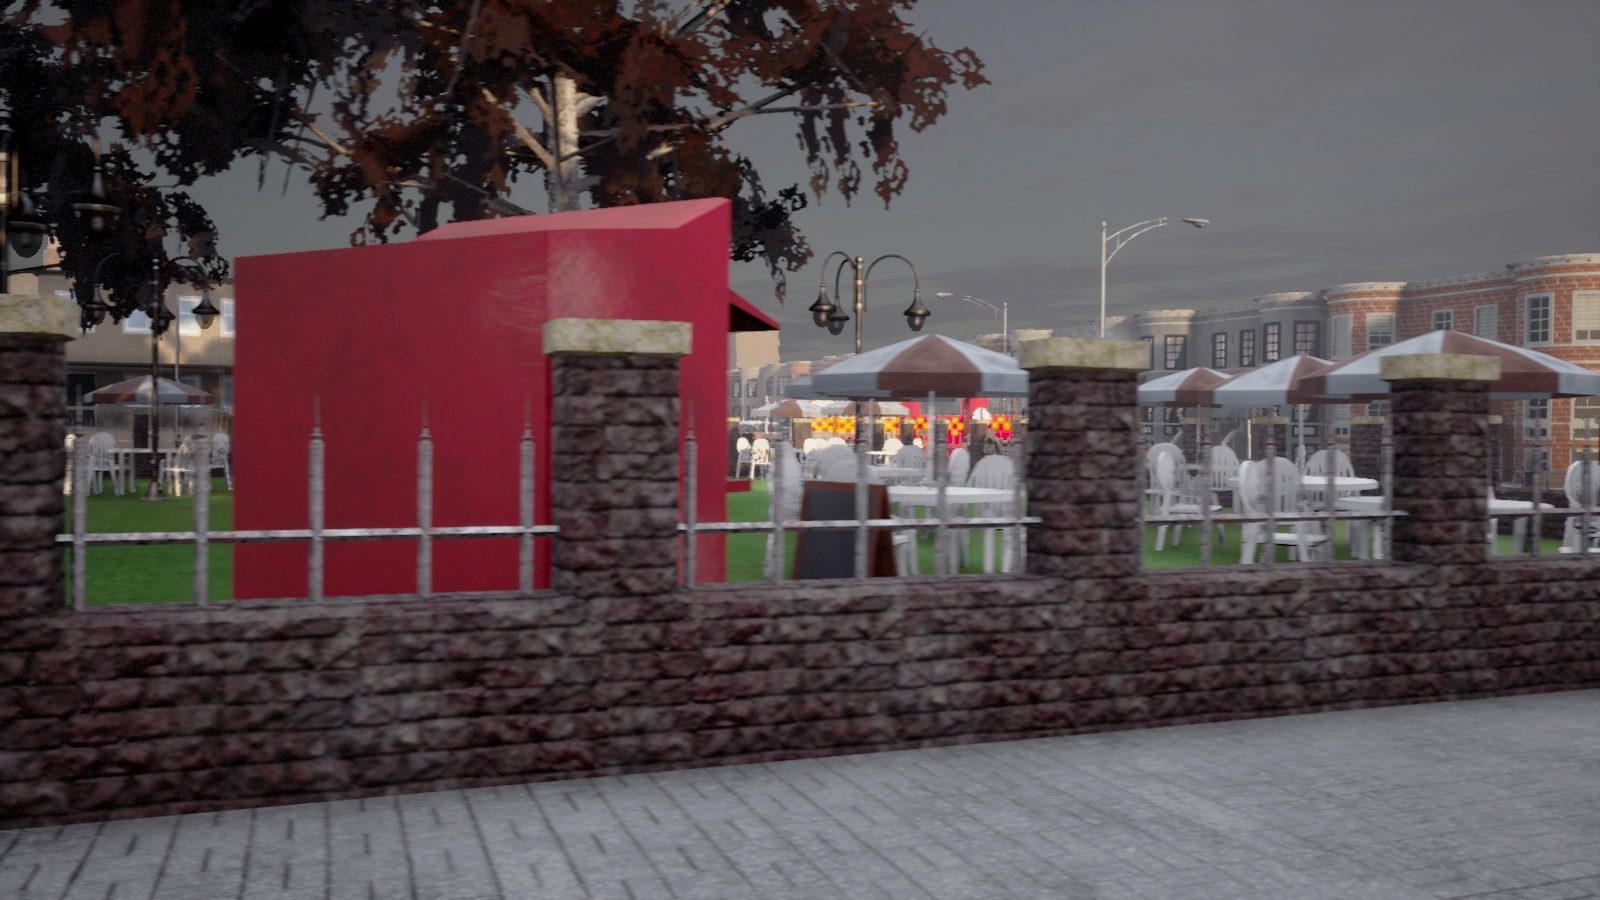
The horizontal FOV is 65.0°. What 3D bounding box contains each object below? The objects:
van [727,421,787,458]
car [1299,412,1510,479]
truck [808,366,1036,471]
[{"bbox_3d":[-2.483,-0.621,71.860,2.069,2.038,4.480,-1,1,-21],"label":"van"},{"bbox_3d":[16.155,-0.150,33.903,2.152,1.651,5.027,-1,1,-20],"label":"car"},{"bbox_3d":[4.621,-1.209,48.703,8.468,3.827,2.891,-1,1,-2],"label":"truck"}]
